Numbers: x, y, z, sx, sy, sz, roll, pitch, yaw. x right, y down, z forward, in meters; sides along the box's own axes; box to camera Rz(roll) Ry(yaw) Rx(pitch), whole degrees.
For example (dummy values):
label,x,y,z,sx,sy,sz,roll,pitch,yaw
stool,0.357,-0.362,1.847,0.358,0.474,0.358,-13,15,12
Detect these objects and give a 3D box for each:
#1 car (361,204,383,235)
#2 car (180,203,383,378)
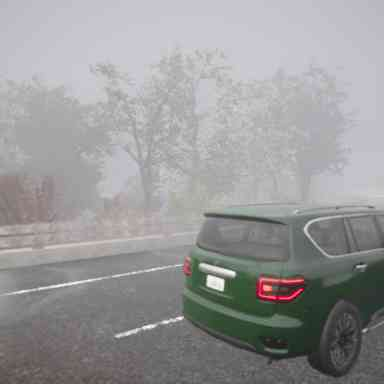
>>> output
label,x,y,z,sx,sy,sz,roll,pitch,yaw
car,11.554,1.505,19.000,2.033,1.411,5.357,0,0,42
car,2.388,1.215,5.797,5.566,2.045,2.150,0,0,-39
